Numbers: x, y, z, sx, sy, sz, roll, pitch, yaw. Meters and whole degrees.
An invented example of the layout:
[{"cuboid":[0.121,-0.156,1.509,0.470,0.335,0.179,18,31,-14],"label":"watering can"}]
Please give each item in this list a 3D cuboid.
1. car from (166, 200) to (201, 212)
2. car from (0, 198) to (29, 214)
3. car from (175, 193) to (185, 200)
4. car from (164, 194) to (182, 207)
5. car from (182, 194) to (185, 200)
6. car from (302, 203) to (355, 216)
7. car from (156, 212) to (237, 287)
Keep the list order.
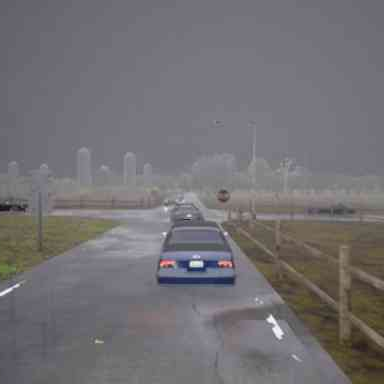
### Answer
[{"cuboid":[-0.473,1.475,23.188,1.994,1.385,4.181,0,0,-8],"label":"car"},{"cuboid":[-17.224,1.230,30.237,4.718,1.301,1.895,1,1,0],"label":"car"},{"cuboid":[-2.816,1.133,79.890,2.128,1.511,4.902,0,0,0],"label":"car"},{"cuboid":[-2.836,1.153,47.581,2.097,1.767,4.553,0,0,-1],"label":"car"},{"cuboid":[-2.829,1.182,65.661,1.882,1.535,5.008,0,0,0],"label":"car"},{"cuboid":[13.598,1.744,33.395,4.718,1.301,1.895,1,1,0],"label":"car"},{"cuboid":[0.094,1.513,9.315,2.033,1.411,5.357,0,0,0],"label":"car"}]
